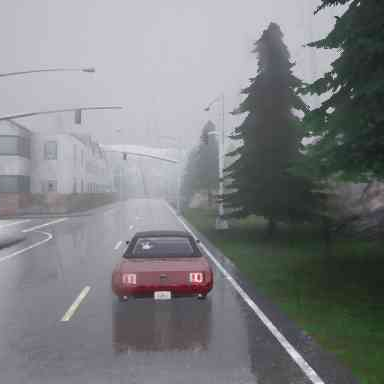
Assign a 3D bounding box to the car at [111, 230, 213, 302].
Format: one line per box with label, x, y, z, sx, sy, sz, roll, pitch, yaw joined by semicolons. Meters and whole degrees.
car;-0.719;1.601;8.291;1.895;1.301;4.718;0;0;-5
